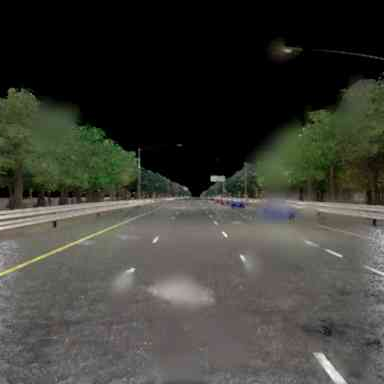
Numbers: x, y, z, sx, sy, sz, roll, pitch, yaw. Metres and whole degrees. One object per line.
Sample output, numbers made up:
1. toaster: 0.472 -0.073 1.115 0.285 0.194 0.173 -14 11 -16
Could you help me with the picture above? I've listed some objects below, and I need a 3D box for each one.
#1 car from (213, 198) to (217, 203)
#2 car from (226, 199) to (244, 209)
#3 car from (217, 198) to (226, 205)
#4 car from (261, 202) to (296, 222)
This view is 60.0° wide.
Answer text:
1. car: 7.482 2.327 90.249 1.882 1.535 5.008 0 -1 1
2. car: 7.183 1.887 54.139 1.882 1.535 5.008 0 -1 0
3. car: 7.332 2.167 74.276 1.812 1.442 4.674 0 -1 1
4. car: 7.053 1.602 27.475 1.882 1.535 5.008 0 -1 0
